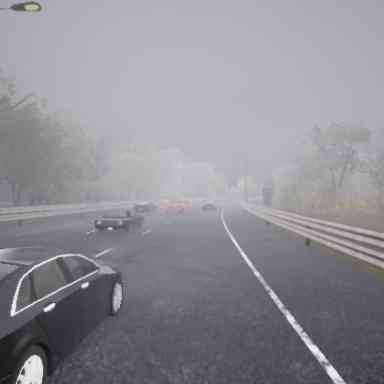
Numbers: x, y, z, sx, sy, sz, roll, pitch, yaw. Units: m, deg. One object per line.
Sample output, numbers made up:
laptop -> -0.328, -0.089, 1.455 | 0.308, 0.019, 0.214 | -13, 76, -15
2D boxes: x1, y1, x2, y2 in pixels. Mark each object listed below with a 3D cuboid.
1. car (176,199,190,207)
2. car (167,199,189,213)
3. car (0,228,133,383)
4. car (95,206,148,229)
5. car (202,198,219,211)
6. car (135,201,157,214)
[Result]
car -> -1.766, 2.199, 67.948 | 1.882, 1.535, 5.008 | 0, -1, 9
car -> -1.877, 1.801, 43.115 | 2.097, 1.767, 4.553 | 0, -1, 7
car -> -2.411, 1.556, 4.786 | 1.837, 1.490, 4.892 | 0, -1, 5
car -> -4.442, 1.820, 21.244 | 1.895, 1.301, 4.718 | 0, -1, 6
car -> 2.651, 2.054, 50.372 | 1.812, 1.442, 4.674 | 0, -1, 8
car -> -5.669, 1.905, 41.043 | 1.882, 1.535, 5.008 | 0, -1, 7
